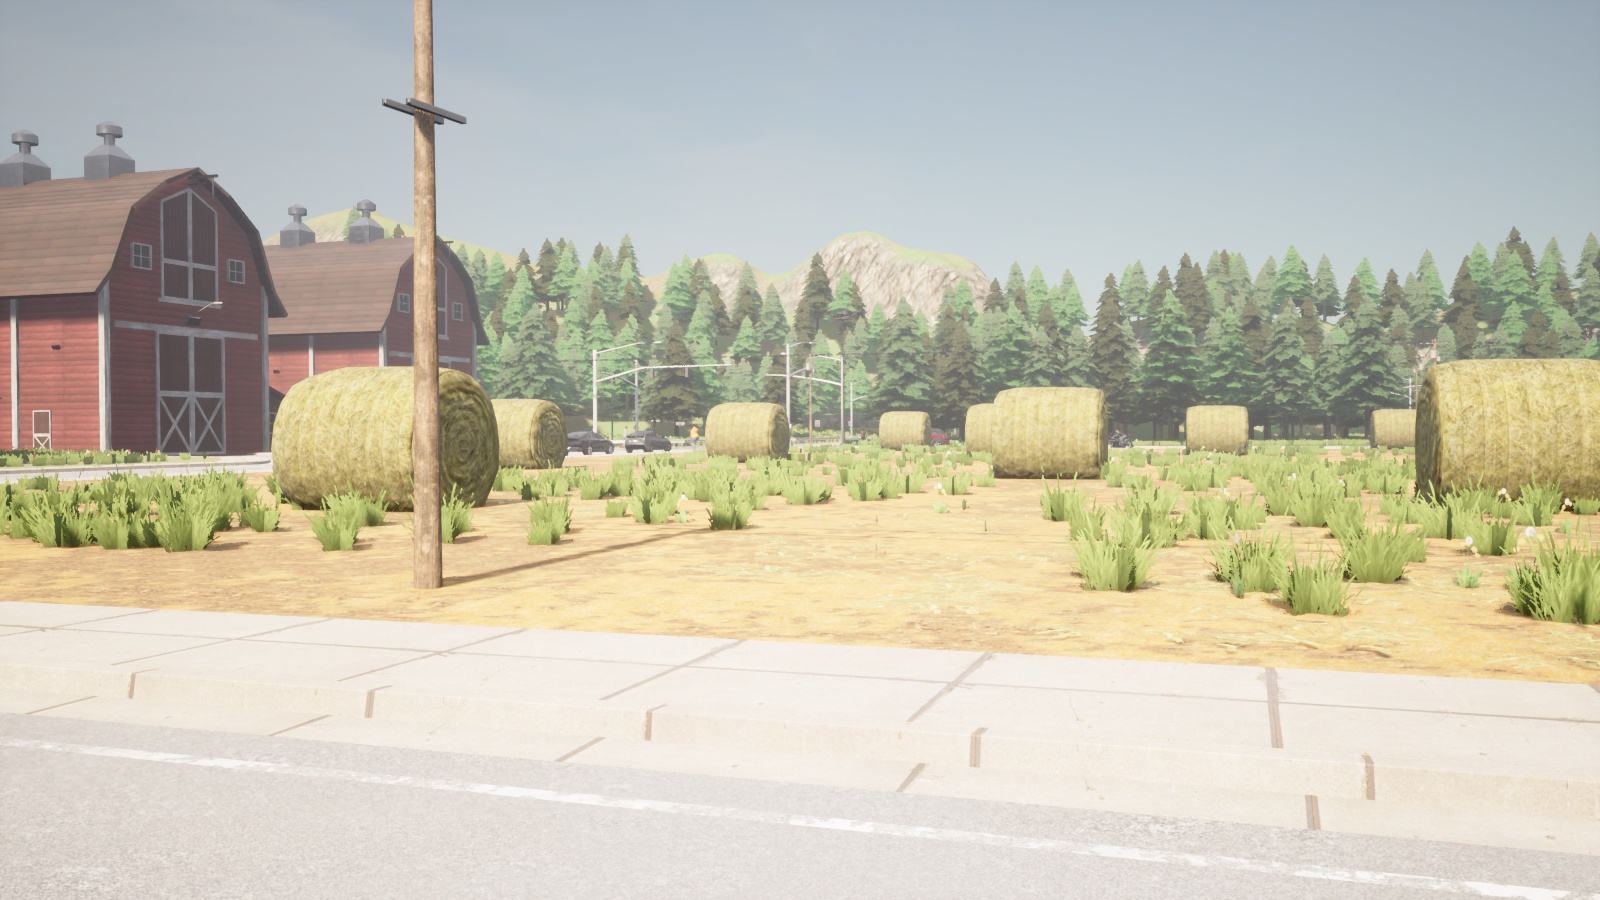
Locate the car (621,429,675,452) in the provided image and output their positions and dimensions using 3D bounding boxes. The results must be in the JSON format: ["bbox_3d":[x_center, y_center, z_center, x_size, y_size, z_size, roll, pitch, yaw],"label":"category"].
[{"bbox_3d":[-10.431,-0.680,86.370,2.007,1.525,4.514,1,1,17],"label":"car"}]

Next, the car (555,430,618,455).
[{"bbox_3d":[-13.170,-0.488,77.643,1.837,1.490,4.892,0,1,17],"label":"car"}]

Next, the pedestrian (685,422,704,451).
[{"bbox_3d":[-6.853,-0.874,81.804,0.900,1.855,0.874,1,1,27],"label":"pedestrian"}]
